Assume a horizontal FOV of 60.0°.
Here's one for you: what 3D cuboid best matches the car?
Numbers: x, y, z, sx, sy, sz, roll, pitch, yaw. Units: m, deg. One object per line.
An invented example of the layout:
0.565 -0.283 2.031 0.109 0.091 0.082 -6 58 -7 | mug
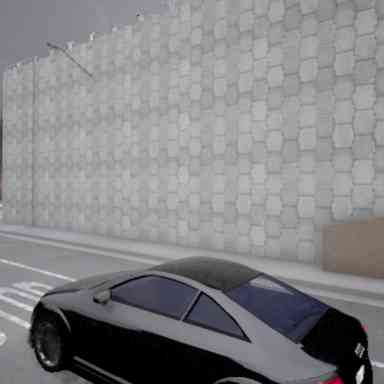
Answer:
-0.152 1.527 4.094 4.181 1.385 1.994 1 1 36 | car
